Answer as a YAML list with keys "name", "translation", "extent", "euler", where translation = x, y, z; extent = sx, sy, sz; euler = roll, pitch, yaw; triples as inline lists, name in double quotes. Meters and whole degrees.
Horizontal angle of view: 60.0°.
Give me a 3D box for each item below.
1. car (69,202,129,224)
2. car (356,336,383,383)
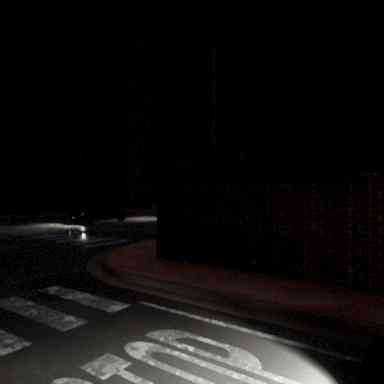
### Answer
- name: "car"
  translation: [-6.672, 1.466, 24.323]
  extent: [1.812, 1.442, 4.674]
  euler: [0, 0, 35]
- name: "car"
  translation: [3.097, 1.564, 1.795]
  extent: [4.181, 1.385, 1.994]
  euler: [0, 0, 35]
